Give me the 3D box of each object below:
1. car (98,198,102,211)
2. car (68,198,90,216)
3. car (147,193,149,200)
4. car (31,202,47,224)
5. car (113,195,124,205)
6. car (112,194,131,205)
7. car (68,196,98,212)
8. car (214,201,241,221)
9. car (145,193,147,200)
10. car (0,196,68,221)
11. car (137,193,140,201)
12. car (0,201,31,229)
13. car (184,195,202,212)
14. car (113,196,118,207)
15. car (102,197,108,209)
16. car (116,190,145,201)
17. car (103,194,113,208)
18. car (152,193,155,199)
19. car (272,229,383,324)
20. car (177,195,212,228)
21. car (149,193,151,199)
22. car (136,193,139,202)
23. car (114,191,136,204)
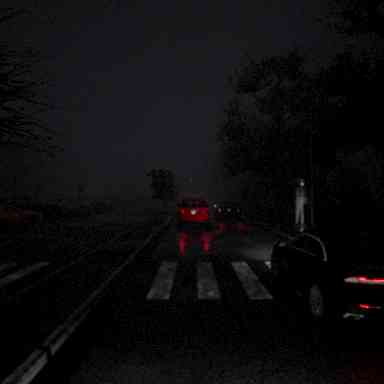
[{"bbox_3d":[-13.847,1.740,40.323,4.792,1.488,2.163,-1,0,-20],"label":"car"},{"bbox_3d":[-13.654,1.713,34.396,5.366,1.575,1.946,-1,0,-20],"label":"car"},{"bbox_3d":[-13.822,1.342,82.348,4.553,1.767,2.185,-1,0,-20],"label":"car"},{"bbox_3d":[-13.837,1.733,25.322,4.674,1.452,2.002,-1,-1,-20],"label":"car"},{"bbox_3d":[-13.805,1.640,52.348,5.008,1.535,2.097,-1,1,-20],"label":"car"},{"bbox_3d":[-13.781,1.619,58.364,4.792,1.488,2.163,-1,0,-20],"label":"car"},{"bbox_3d":[-13.852,1.466,37.323,5.566,2.045,2.435,-1,0,-20],"label":"car"},{"bbox_3d":[3.105,1.575,30.114,2.097,1.767,4.553,0,0,0],"label":"car"},{"bbox_3d":[-13.761,1.347,79.362,4.553,1.767,2.185,-1,0,-20],"label":"car"},{"bbox_3d":[-13.808,1.458,28.343,5.566,2.045,2.435,-1,-1,-20],"label":"car"},{"bbox_3d":[-13.973,1.526,67.286,5.366,1.575,1.946,-1,1,-20],"label":"car"},{"bbox_3d":[-14.007,1.675,22.249,5.366,1.575,1.946,-1,0,-20],"label":"car"},{"bbox_3d":[0.107,1.433,42.990,2.150,2.045,5.566,0,0,0],"label":"car"},{"bbox_3d":[-13.817,1.703,49.347,4.674,1.452,2.002,-1,0,-20],"label":"car"},{"bbox_3d":[-13.821,1.742,43.348,4.674,1.452,2.002,-1,0,-20],"label":"car"},{"bbox_3d":[-13.823,1.243,73.335,5.566,2.045,2.435,-1,1,-20],"label":"car"},{"bbox_3d":[-13.849,1.558,46.336,4.553,1.767,2.185,-1,0,-20],"label":"car"},{"bbox_3d":[-13.809,1.206,91.346,5.566,2.045,2.435,-1,0,-20],"label":"car"},{"bbox_3d":[3.101,1.565,7.276,2.128,1.511,4.902,0,0,0],"label":"car"},{"bbox_3d":[0.101,1.418,24.129,2.150,2.045,5.566,0,0,0],"label":"car"},{"bbox_3d":[-13.793,1.464,85.359,4.892,1.521,2.231,-1,0,-20],"label":"car"},{"bbox_3d":[-13.628,1.539,64.419,5.366,1.575,1.946,-1,0,-20],"label":"car"},{"bbox_3d":[-13.784,1.315,61.366,5.566,2.045,2.435,-1,0,-20],"label":"car"}]
